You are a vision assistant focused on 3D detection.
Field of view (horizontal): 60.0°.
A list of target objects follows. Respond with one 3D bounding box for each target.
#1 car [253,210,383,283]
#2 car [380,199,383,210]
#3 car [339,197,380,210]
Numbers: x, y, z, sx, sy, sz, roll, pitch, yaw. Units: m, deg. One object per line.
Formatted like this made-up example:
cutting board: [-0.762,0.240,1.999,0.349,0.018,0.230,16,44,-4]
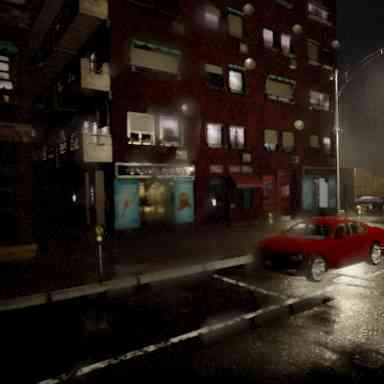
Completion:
car: [3.624,1.405,9.240,4.507,1.381,1.887,-1,0,-36]
car: [18.014,1.144,32.939,1.895,1.301,4.718,-2,1,-36]
car: [14.724,1.138,31.970,2.128,1.511,4.902,-2,1,-34]
